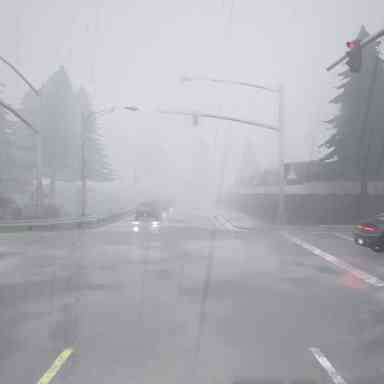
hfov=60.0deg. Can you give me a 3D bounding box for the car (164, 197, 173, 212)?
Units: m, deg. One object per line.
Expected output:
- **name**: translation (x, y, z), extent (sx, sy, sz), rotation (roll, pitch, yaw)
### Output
- **car**: translation (-3.609, 1.564, 37.957), extent (1.994, 1.385, 4.181), rotation (0, 0, 0)

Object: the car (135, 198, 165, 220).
- **car**: translation (-3.611, 1.505, 28.043), extent (1.837, 1.490, 4.892), rotation (0, 0, 0)

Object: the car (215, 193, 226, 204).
- **car**: translation (6.882, 1.206, 60.868), extent (5.566, 2.045, 2.150), rotation (0, 0, -22)

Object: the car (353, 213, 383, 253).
- **car**: translation (7.766, 1.313, 10.577), extent (4.892, 1.490, 1.837), rotation (0, 0, -1)

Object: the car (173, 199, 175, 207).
- **car**: translation (-3.528, 1.504, 48.312), extent (1.837, 1.490, 4.892), rotation (0, 0, 2)
